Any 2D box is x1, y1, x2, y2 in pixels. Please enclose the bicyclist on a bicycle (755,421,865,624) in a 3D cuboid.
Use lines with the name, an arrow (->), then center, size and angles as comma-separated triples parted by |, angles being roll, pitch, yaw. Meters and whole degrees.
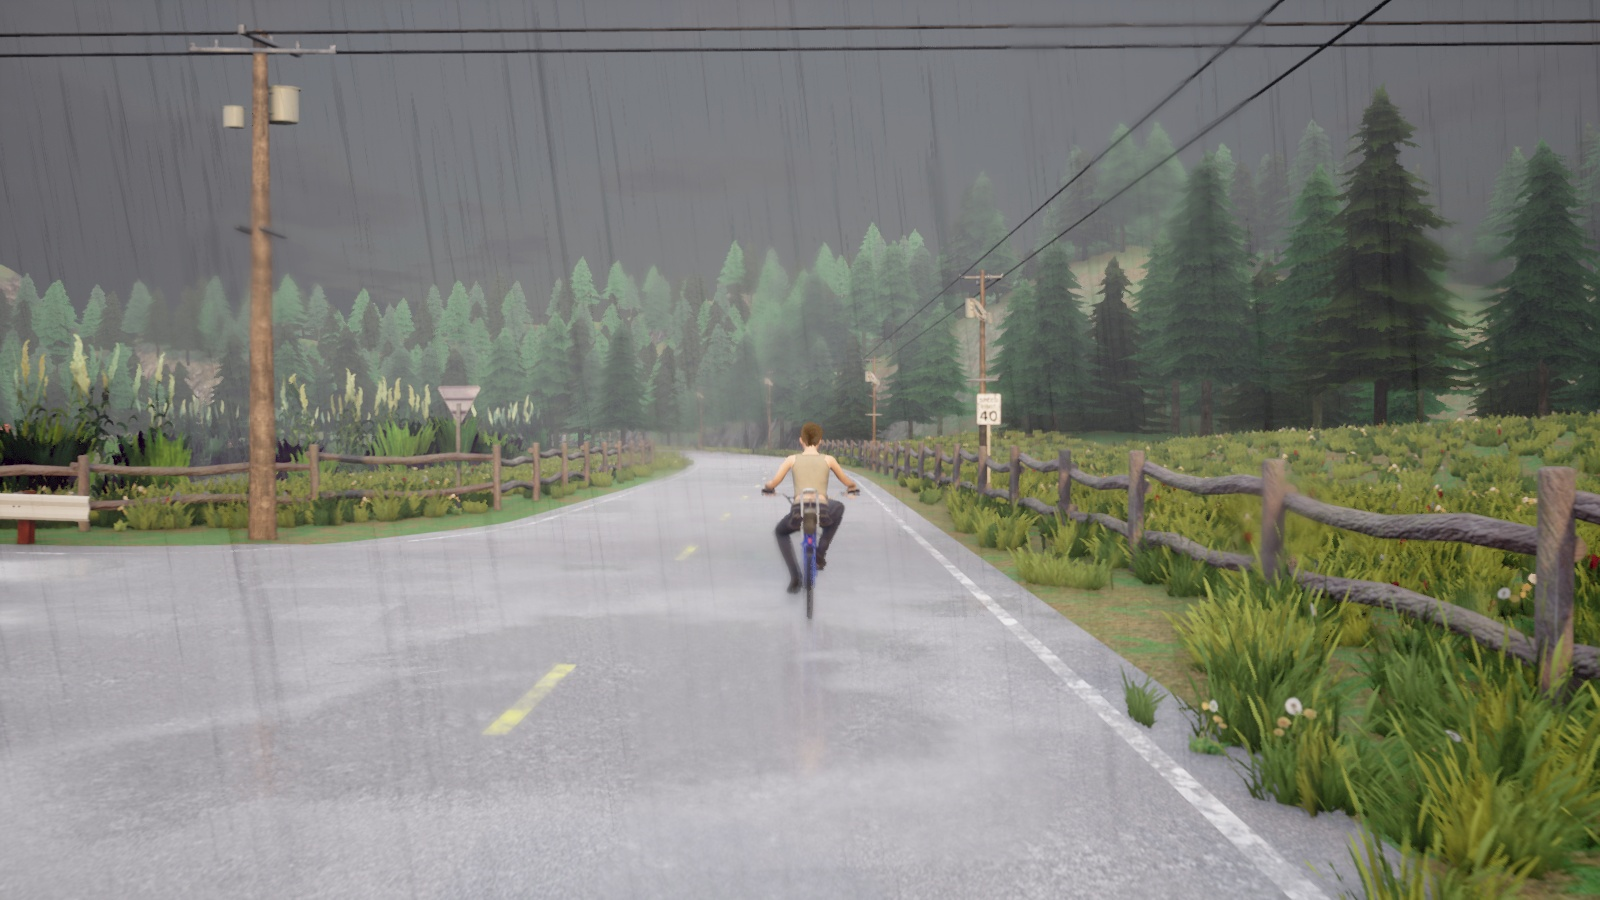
bicyclist on a bicycle -> 0.088, 0.570, 10.736 | 0.866, 1.612, 1.509 | 0, 1, 1
